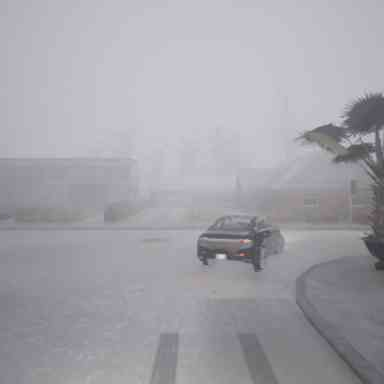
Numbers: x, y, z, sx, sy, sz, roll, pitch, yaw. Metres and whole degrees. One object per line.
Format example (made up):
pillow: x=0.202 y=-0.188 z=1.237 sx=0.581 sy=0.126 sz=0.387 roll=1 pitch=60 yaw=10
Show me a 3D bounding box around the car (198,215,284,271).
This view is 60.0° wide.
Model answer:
car: x=1.787 y=1.517 z=11.141 sx=2.128 sy=1.511 sz=4.902 roll=-1 pitch=0 yaw=24
